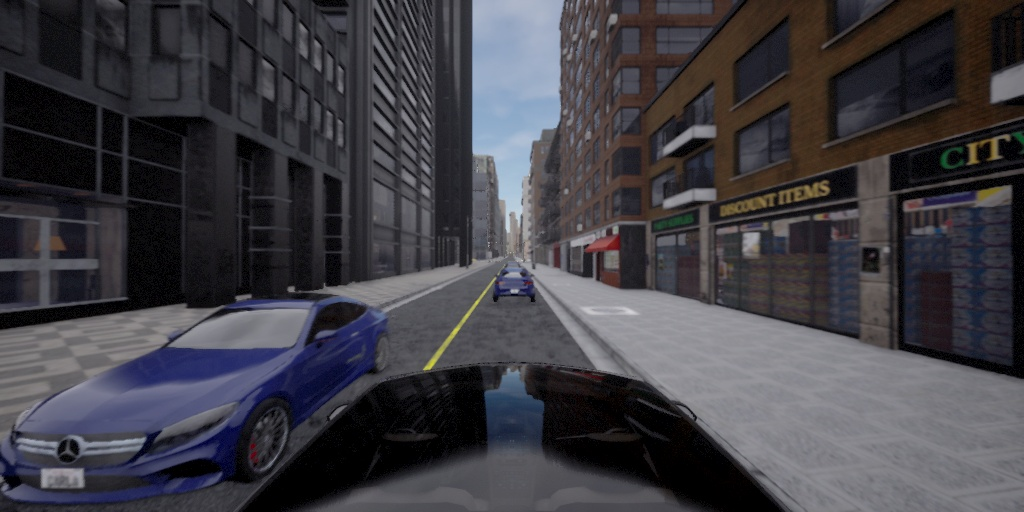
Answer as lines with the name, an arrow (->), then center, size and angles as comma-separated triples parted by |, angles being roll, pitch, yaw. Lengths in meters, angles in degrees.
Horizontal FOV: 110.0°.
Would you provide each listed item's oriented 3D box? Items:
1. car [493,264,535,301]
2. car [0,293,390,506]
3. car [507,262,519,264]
car -> 0.099, 1.279, 17.100 | 1.812, 1.442, 4.674 | 0, 0, 0
car -> -3.091, 1.276, 4.798 | 1.812, 1.442, 4.674 | 0, 0, 0
car -> 0.098, 1.319, 36.212 | 1.994, 1.385, 4.181 | 0, 0, 0
